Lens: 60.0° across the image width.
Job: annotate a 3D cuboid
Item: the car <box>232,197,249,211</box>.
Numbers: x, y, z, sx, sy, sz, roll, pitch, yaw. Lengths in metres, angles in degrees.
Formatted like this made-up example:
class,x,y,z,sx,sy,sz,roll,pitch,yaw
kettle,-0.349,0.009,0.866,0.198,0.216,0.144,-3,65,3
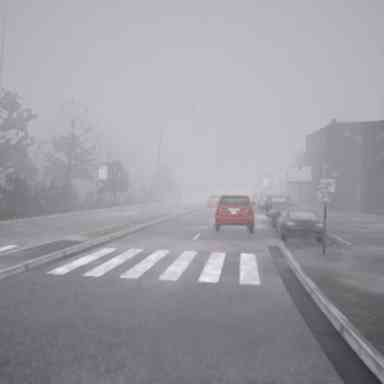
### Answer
class,x,y,z,sx,sy,sz,roll,pitch,yaw
car,5.906,1.362,40.148,1.882,1.535,5.008,1,0,9

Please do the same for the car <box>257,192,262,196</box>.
class,x,y,z,sx,sy,sz,roll,pitch,yaw
car,9.650,1.267,43.666,2.185,1.767,4.553,1,0,9

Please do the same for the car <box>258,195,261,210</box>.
class,x,y,z,sx,sy,sz,roll,pitch,yaw
car,8.737,1.450,38.119,2.002,1.452,4.674,1,0,9

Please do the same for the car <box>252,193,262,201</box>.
class,x,y,z,sx,sy,sz,roll,pitch,yaw
car,15.919,1.149,81.830,2.185,1.767,4.553,1,0,9

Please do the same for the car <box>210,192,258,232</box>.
class,x,y,z,sx,sy,sz,roll,pitch,yaw
car,2.624,1.167,20.096,2.150,2.045,5.566,1,0,9

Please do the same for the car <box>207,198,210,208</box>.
class,x,y,z,sx,sy,sz,roll,pitch,yaw
car,3.350,1.182,44.934,2.097,1.767,4.553,1,1,10

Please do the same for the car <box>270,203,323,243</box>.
class,x,y,z,sx,sy,sz,roll,pitch,yaw
car,5.183,1.517,16.369,2.002,1.452,4.674,2,1,9

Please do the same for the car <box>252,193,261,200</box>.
class,x,y,z,sx,sy,sz,roll,pitch,yaw
car,16.814,1.132,87.282,2.185,1.767,4.553,1,0,9

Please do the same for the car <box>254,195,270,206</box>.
class,x,y,z,sx,sy,sz,roll,pitch,yaw
car,11.445,1.360,54.595,2.231,1.521,4.892,1,0,9

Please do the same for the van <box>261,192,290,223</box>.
class,x,y,z,sx,sy,sz,roll,pitch,yaw
van,6.969,1.217,27.331,1.878,1.987,4.442,1,0,9

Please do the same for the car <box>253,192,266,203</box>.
class,x,y,z,sx,sy,sz,roll,pitch,yaw
car,13.223,1.074,65.409,2.435,2.045,5.566,1,0,9

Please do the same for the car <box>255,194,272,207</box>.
class,x,y,z,sx,sy,sz,roll,pitch,yaw
car,10.546,1.250,49.118,2.185,1.767,4.553,1,0,9

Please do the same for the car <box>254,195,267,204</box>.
class,x,y,z,sx,sy,sz,roll,pitch,yaw
car,12.340,1.341,60.048,2.097,1.535,5.008,1,0,9

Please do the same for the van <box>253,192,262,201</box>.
class,x,y,z,sx,sy,sz,roll,pitch,yaw
van,15.049,1.065,76.523,1.878,1.987,4.442,1,0,9
